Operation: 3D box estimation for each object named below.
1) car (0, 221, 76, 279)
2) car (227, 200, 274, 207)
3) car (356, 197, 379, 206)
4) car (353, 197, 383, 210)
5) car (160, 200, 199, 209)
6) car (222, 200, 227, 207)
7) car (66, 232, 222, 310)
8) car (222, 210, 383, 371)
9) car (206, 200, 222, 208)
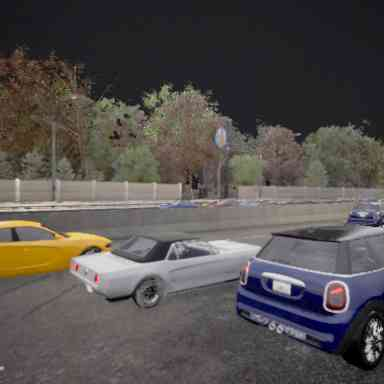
[{"bbox_3d":[-4.634,1.523,9.065,5.008,1.535,1.882,0,0,-36],"label":"car"},{"bbox_3d":[5.851,1.594,30.037,5.008,1.535,1.882,0,0,-36],"label":"car"},{"bbox_3d":[33.223,1.736,63.044,5.008,1.535,1.882,0,0,-36],"label":"car"},{"bbox_3d":[11.960,1.424,21.256,4.553,1.767,2.097,0,0,-36],"label":"car"},{"bbox_3d":[-1.384,1.684,37.739,4.674,1.442,1.812,0,0,-36],"label":"car"},{"bbox_3d":[5.815,1.612,34.351,5.008,1.535,1.882,0,0,-36],"label":"car"},{"bbox_3d":[-0.246,1.635,7.944,4.718,1.301,1.895,0,0,-36],"label":"car"},{"bbox_3d":[2.987,1.373,5.981,4.553,1.767,2.097,0,0,-36],"label":"car"},{"bbox_3d":[3.744,1.627,37.172,5.008,1.535,1.882,0,0,-36],"label":"car"}]
